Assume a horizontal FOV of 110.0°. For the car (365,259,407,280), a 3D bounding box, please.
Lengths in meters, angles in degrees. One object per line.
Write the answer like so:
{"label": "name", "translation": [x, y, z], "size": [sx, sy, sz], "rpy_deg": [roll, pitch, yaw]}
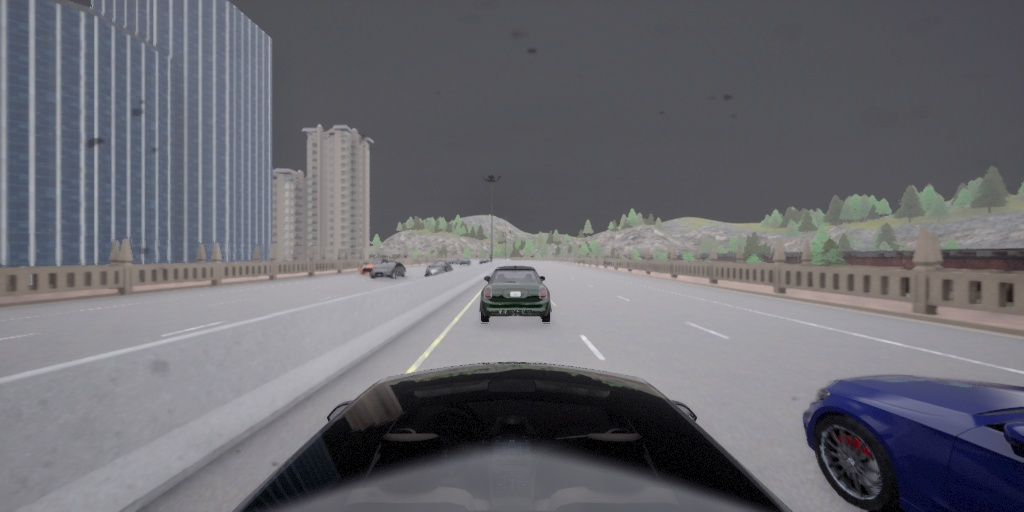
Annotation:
{"label": "car", "translation": [-10.506, 1.255, 30.859], "size": [1.837, 1.490, 4.892], "rpy_deg": [0, 0, 1]}

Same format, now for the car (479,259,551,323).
{"label": "car", "translation": [0.099, 1.102, 12.315], "size": [2.097, 1.767, 4.553], "rpy_deg": [0, 0, 0]}

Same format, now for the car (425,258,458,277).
{"label": "car", "translation": [-6.942, 1.242, 34.485], "size": [2.128, 1.511, 4.902], "rpy_deg": [0, 0, 1]}

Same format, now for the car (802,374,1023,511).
{"label": "car", "translation": [3.600, 1.276, 1.337], "size": [1.812, 1.442, 4.674], "rpy_deg": [0, 0, 0]}

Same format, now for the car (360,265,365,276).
{"label": "car", "translation": [-13.882, 1.103, 37.021], "size": [2.097, 1.767, 4.553], "rpy_deg": [0, 0, 2]}
